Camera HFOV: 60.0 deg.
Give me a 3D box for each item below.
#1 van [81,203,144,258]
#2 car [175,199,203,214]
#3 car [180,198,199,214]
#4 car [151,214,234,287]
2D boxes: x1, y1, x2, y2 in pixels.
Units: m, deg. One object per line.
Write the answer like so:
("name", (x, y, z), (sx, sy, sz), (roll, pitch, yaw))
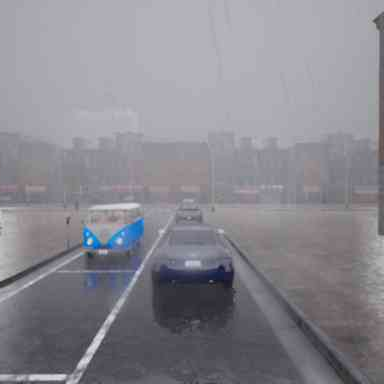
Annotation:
("van", (-2.800, 1.333, 12.445), (1.690, 1.788, 3.998), (-1, 0, -1))
("car", (-0.207, 1.480, 23.828), (2.128, 1.511, 4.902), (0, 0, -1))
("car", (-0.203, 1.490, 36.340), (1.837, 1.490, 4.892), (0, 0, 4))
("car", (-0.009, 1.557, 9.380), (1.994, 1.385, 4.181), (0, 0, -1))
